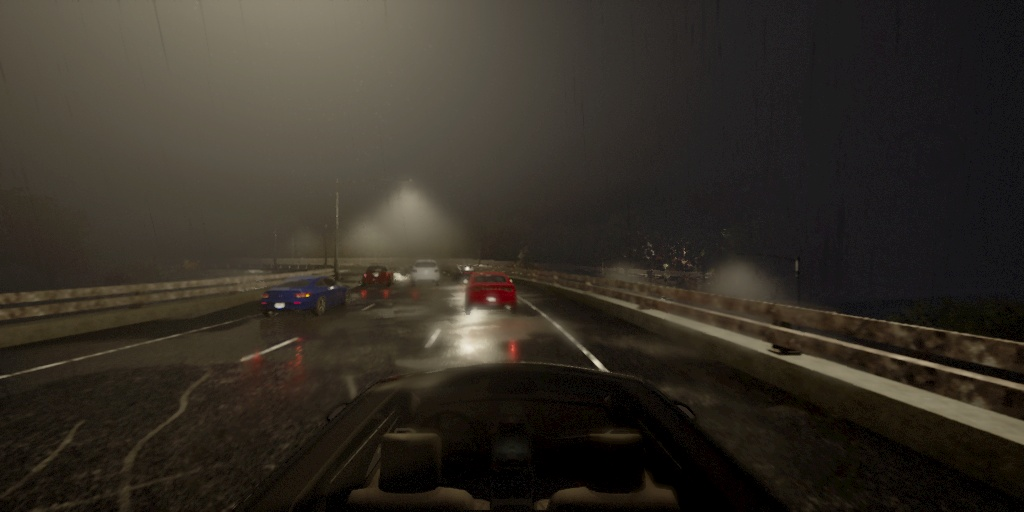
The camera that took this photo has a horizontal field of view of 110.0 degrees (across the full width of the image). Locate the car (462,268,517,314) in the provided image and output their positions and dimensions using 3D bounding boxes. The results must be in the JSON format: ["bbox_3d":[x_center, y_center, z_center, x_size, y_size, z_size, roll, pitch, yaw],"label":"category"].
[{"bbox_3d":[-0.958,1.398,14.739,1.882,1.535,5.008,0,-1,-7],"label":"car"}]

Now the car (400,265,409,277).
[{"bbox_3d":[-13.031,1.883,45.875,1.837,1.490,4.892,0,0,-24],"label":"car"}]

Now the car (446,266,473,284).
[{"bbox_3d":[-4.303,1.646,32.006,2.128,1.511,4.902,0,-1,-16],"label":"car"}]

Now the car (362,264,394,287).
[{"bbox_3d":[-10.776,1.506,29.118,2.097,1.767,4.553,0,-1,-15],"label":"car"}]

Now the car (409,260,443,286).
[{"bbox_3d":[-7.333,1.367,30.075,2.150,2.045,5.566,0,-1,-16],"label":"car"}]

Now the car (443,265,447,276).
[{"bbox_3d":[-9.105,1.832,45.661,1.882,1.535,5.008,0,0,-22],"label":"car"}]

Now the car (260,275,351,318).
[{"bbox_3d":[-7.892,1.471,14.056,1.812,1.442,4.674,0,-1,-7],"label":"car"}]
